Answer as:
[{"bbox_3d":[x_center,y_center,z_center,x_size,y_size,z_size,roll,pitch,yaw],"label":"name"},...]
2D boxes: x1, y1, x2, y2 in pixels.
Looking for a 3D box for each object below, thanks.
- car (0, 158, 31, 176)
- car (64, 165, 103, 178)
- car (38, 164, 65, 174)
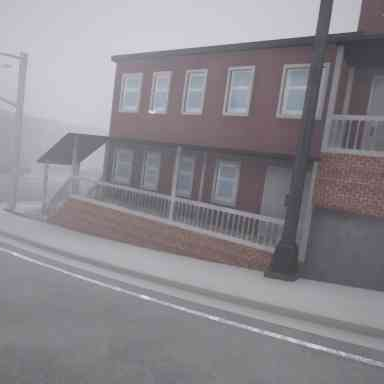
[{"bbox_3d":[-18.573,-2.390,32.804,1.895,1.301,4.718,11,6,34],"label":"car"},{"bbox_3d":[-12.696,-2.384,40.964,1.895,1.301,4.718,11,7,35],"label":"car"},{"bbox_3d":[-16.538,-2.947,41.541,1.895,1.301,4.718,11,7,35],"label":"car"}]
